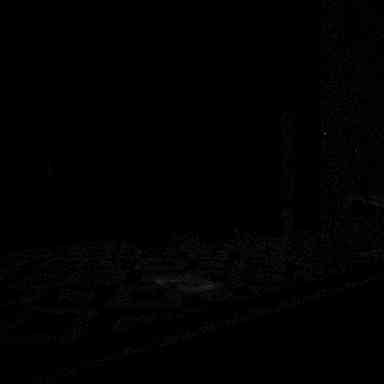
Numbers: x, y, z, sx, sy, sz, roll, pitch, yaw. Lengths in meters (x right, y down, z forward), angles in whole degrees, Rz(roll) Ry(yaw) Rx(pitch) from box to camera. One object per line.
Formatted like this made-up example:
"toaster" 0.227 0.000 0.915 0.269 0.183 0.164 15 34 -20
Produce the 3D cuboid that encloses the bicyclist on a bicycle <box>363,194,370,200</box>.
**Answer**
"bicyclist on a bicycle" 20.869 1.029 39.644 1.656 1.620 0.582 0 1 -36

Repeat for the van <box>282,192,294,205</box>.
"van" 12.282 0.930 46.588 1.690 1.788 3.998 1 0 -36

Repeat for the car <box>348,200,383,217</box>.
"car" 14.846 1.366 28.314 2.008 1.369 4.403 1 0 -36
